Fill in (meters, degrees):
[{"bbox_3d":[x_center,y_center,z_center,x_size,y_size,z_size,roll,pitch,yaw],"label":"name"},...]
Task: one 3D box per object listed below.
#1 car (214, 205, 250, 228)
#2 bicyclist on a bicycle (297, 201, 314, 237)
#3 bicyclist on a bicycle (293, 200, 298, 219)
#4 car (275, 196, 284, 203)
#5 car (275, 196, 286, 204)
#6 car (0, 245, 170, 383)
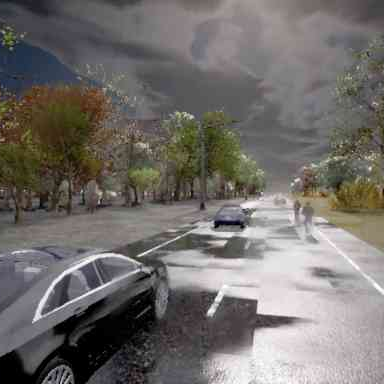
[{"bbox_3d":[2.720,1.567,22.171,1.994,1.385,4.181,0,0,14],"label":"car"},{"bbox_3d":[5.911,1.373,17.000,0.659,1.776,1.843,0,0,14],"label":"bicyclist on a bicycle"},{"bbox_3d":[8.084,1.457,25.529,0.582,1.620,1.656,0,0,14],"label":"bicyclist on a bicycle"},{"bbox_3d":[18.889,1.612,71.855,1.895,1.301,4.718,0,0,14],"label":"car"},{"bbox_3d":[16.370,1.577,61.559,1.994,1.385,4.181,0,0,14],"label":"car"},{"bbox_3d":[-1.764,1.492,4.560,2.128,1.511,4.902,0,0,14],"label":"car"}]
